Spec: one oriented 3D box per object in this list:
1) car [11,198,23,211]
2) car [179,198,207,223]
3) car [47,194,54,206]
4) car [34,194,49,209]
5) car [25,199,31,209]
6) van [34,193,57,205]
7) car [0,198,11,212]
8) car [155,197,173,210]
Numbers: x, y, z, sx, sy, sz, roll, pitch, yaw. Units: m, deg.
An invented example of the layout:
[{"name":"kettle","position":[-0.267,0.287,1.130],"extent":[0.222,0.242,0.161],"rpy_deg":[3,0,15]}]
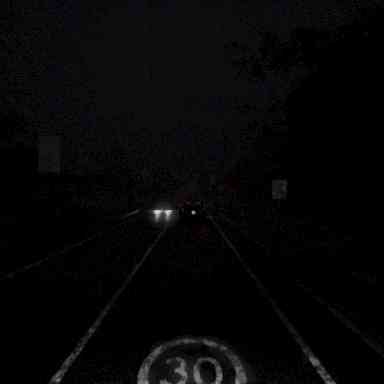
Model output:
[{"name":"car","position":[-22.101,1.427,37.331],"extent":[4.892,1.521,2.231],"rpy_deg":[0,0,0]},{"name":"car","position":[0.102,1.449,25.384],"extent":[2.163,1.488,4.792],"rpy_deg":[0,0,0]},{"name":"car","position":[-22.147,1.445,45.657],"extent":[4.792,1.488,2.163],"rpy_deg":[0,0,0]},{"name":"car","position":[-21.928,1.416,42.880],"extent":[5.366,1.575,1.946],"rpy_deg":[0,0,0]},{"name":"car","position":[-22.140,1.452,40.106],"extent":[4.792,1.488,2.163],"rpy_deg":[0,0,0]},{"name":"van","position":[-22.004,1.187,48.431],"extent":[4.442,1.987,1.878],"rpy_deg":[0,0,0]},{"name":"car","position":[-22.109,1.430,34.556],"extent":[5.008,1.535,2.097],"rpy_deg":[0,0,0]},{"name":"car","position":[-3.338,1.359,40.101],"extent":[2.033,1.411,5.357],"rpy_deg":[0,1,0]}]
